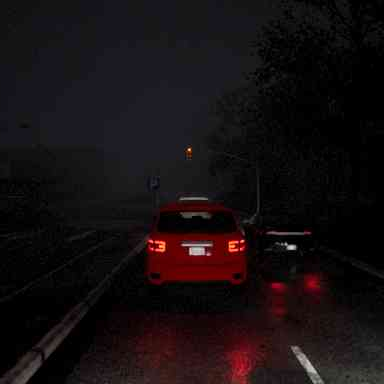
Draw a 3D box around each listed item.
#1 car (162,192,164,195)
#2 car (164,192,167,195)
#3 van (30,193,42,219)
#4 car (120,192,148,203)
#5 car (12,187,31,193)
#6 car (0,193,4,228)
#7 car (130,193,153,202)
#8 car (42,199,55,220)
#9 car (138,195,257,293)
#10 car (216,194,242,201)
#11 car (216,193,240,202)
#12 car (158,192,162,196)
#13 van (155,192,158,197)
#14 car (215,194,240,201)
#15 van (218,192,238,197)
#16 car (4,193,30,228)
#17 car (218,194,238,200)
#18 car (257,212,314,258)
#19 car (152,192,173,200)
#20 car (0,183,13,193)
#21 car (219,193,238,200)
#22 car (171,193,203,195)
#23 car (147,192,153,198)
[{"bbox_3d":[-9.780,1.361,79.964,4.674,1.452,2.002,-1,0,-13],"label":"car"},{"bbox_3d":[-9.413,1.360,82.966,4.674,1.452,2.002,-1,0,-13],"label":"car"},{"bbox_3d":[-13.644,1.298,24.222,4.442,1.987,1.878,-1,0,-20],"label":"van"},{"bbox_3d":[-11.558,1.359,65.010,4.792,1.488,2.163,-1,0,-15],"label":"car"},{"bbox_3d":[-28.263,0.138,55.849,2.002,1.452,4.674,6,-3,-19],"label":"car"},{"bbox_3d":[-13.823,1.264,18.149,5.566,2.045,2.435,-1,0,-20],"label":"car"},{"bbox_3d":[-10.830,1.197,70.956,4.553,1.767,2.185,-1,0,-14],"label":"car"},{"bbox_3d":[-13.675,1.405,27.200,4.553,1.767,2.185,-1,0,-19],"label":"car"},{"bbox_3d":[0.088,1.230,9.044,2.150,2.045,5.566,0,0,0],"label":"car"},{"bbox_3d":[8.074,1.265,73.602,5.366,1.575,1.946,1,0,-13],"label":"car"},{"bbox_3d":[7.543,1.143,70.608,4.553,1.767,2.185,1,0,-14],"label":"car"},{"bbox_3d":[-10.147,1.323,76.968,4.892,1.521,2.231,-1,0,-14],"label":"car"},{"bbox_3d":[-10.370,1.094,73.996,4.442,1.987,1.878,-1,0,-14],"label":"van"},{"bbox_3d":[8.051,1.259,76.454,5.366,1.575,1.946,1,0,-13],"label":"car"},{"bbox_3d":[7.165,1.044,67.637,4.442,1.987,1.878,1,0,-14],"label":"van"},{"bbox_3d":[-13.755,1.269,21.186,5.566,2.045,2.435,-1,0,-20],"label":"car"},{"bbox_3d":[8.947,1.299,82.380,4.674,1.452,2.002,1,0,-12],"label":"car"},{"bbox_3d":[3.095,1.507,12.767,2.128,1.511,4.902,0,0,0],"label":"car"},{"bbox_3d":[-8.163,1.066,91.957,5.566,2.045,2.435,-1,0,-12],"label":"car"},{"bbox_3d":[-31.257,-0.424,55.904,2.435,2.045,5.566,6,-3,-19],"label":"car"},{"bbox_3d":[9.309,1.130,85.311,4.553,1.767,2.185,1,0,-12],"label":"car"},{"bbox_3d":[0.120,1.247,19.402,2.150,2.045,5.566,0,0,0],"label":"car"},{"bbox_3d":[-10.918,1.316,68.003,5.366,1.575,1.946,-1,0,-15],"label":"car"}]
